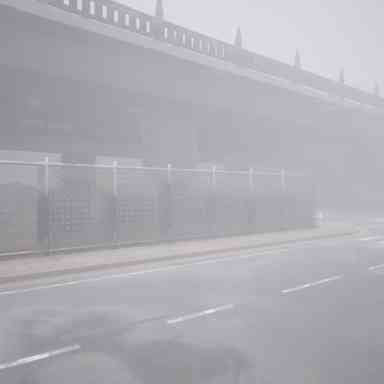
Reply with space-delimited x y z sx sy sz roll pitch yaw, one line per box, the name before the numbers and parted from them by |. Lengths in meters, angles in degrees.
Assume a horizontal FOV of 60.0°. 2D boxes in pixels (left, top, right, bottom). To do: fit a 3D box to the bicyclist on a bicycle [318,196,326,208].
bicyclist on a bicycle | 16.684 1.297 42.717 1.656 1.620 0.582 0 0 -36
